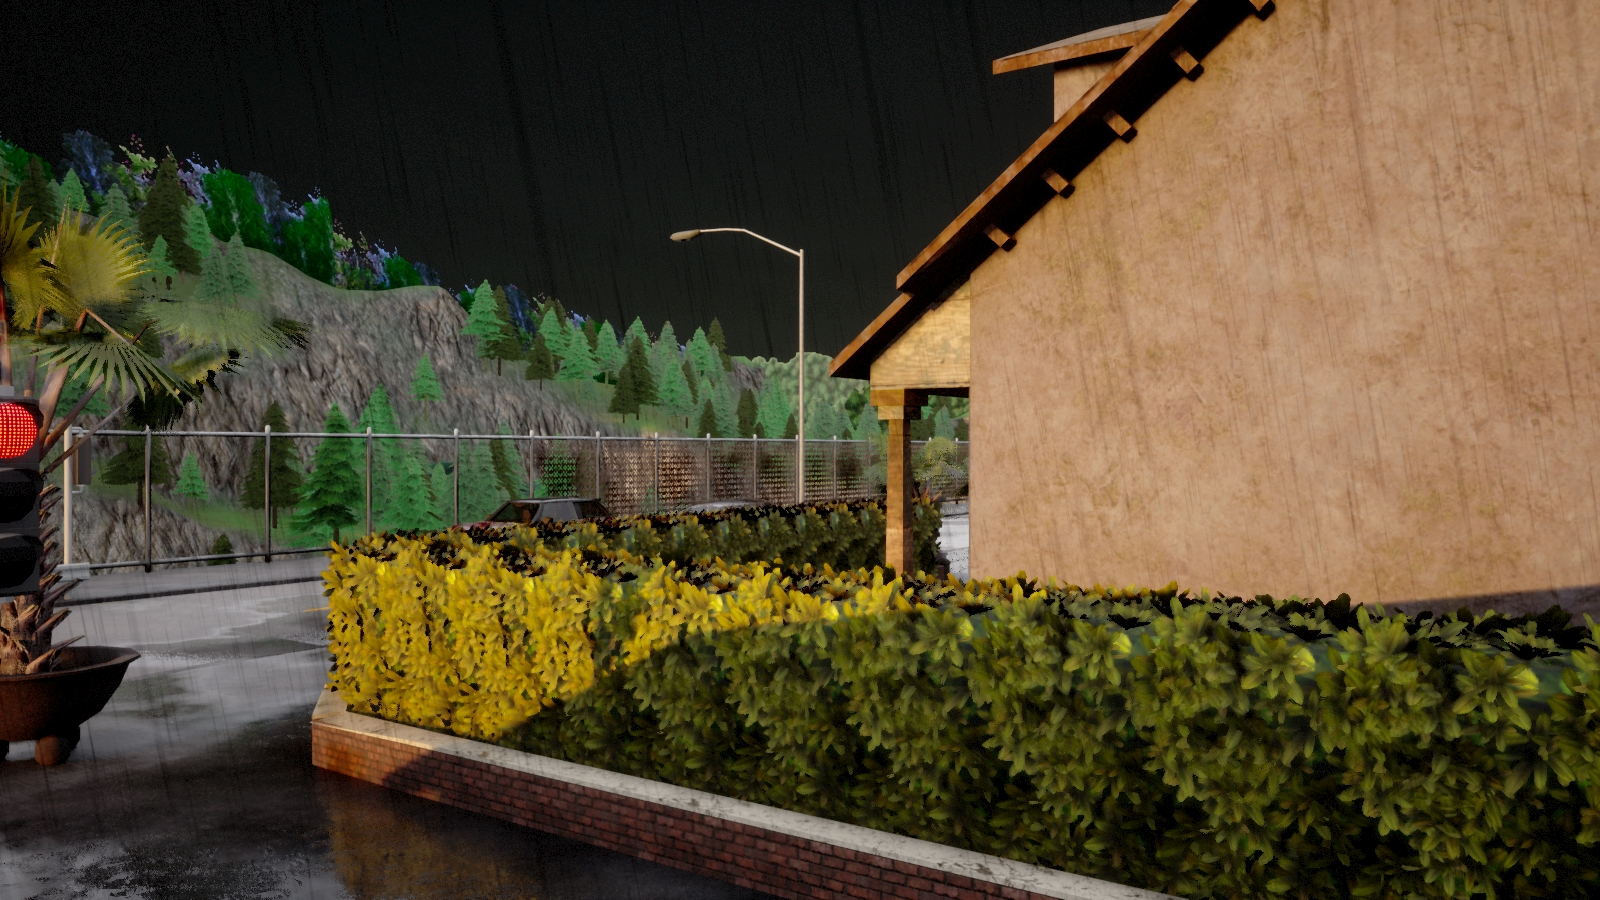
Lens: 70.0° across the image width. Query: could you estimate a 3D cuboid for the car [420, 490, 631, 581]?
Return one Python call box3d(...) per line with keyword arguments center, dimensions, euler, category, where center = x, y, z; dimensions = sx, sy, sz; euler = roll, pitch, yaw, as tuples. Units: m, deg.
box3d(center=(-6.312, 1.906, 26.765), dimensions=(2.097, 1.767, 4.553), euler=(0, 0, 35), category="car")
